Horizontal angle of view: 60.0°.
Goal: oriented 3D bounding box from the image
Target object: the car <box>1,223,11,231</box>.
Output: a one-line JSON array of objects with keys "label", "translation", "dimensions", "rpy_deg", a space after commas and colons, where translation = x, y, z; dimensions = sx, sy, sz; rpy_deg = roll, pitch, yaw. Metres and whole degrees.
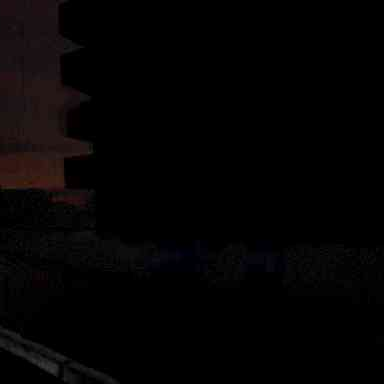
[{"label": "car", "translation": [-36.637, 6.925, 60.679], "dimensions": [5.366, 1.575, 1.946], "rpy_deg": [-2, -7, 6]}]

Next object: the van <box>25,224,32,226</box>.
[{"label": "van", "translation": [-33.684, 7.298, 66.085], "dimensions": [4.442, 1.987, 1.878], "rpy_deg": [-2, -7, 6]}]

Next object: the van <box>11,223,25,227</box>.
[{"label": "van", "translation": [-35.011, 6.996, 63.380], "dimensions": [4.442, 1.987, 1.878], "rpy_deg": [-2, -7, 6]}]
